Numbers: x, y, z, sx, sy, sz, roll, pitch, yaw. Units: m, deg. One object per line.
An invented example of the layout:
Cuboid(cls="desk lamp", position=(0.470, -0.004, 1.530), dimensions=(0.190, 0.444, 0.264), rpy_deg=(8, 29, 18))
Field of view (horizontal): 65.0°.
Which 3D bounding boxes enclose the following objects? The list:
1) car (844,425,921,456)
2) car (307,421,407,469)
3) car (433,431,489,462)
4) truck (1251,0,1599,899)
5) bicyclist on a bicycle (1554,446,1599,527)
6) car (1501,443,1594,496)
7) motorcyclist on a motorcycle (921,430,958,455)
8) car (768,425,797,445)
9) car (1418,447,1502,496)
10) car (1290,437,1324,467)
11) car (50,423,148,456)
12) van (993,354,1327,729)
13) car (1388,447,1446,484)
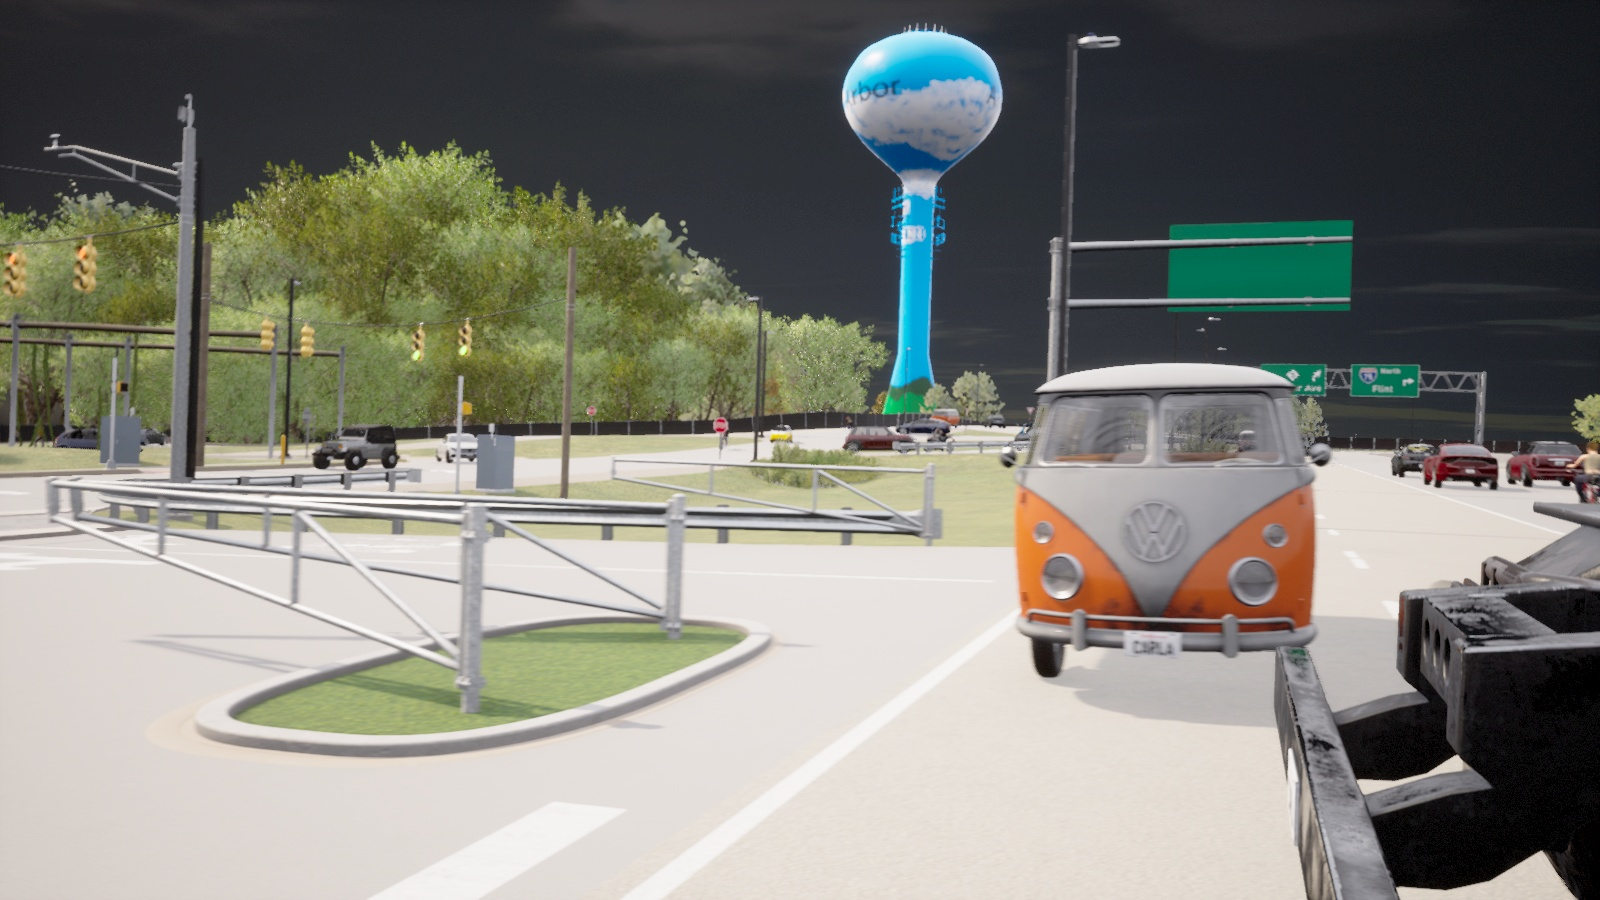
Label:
Cuboid(cls="car", position=(4.918, -0.578, 75.237), dimensions=(4.553, 1.767, 2.097), rpy_deg=(0, 0, 2))
Cuboid(cls="car", position=(-18.475, -0.249, 52.540), dimensions=(1.905, 1.878, 3.866), rpy_deg=(2, 2, 19))
Cuboid(cls="car", position=(-16.807, -0.189, 62.133), dimensions=(1.812, 1.442, 4.674), rpy_deg=(1, 1, -26))
Cuboid(cls="truck", position=(4.884, -0.074, 1.572), dimensions=(7.936, 3.462, 2.891), rpy_deg=(3, 2, 19))
Cuboid(cls="bicyclist on a bicycle", position=(16.469, 0.744, 26.278), dimensions=(0.866, 1.612, 1.509), rpy_deg=(2, 1, 20))
Cuboid(cls="car", position=(27.611, 0.679, 46.537), dimensions=(2.097, 1.767, 4.553), rpy_deg=(2, 1, 20))
Cuboid(cls="motorcyclist on a motorcycle", position=(8.900, -0.488, 80.244), dimensions=(2.191, 1.530, 0.866), rpy_deg=(-1, 1, -21))
Cuboid(cls="car", position=(-1.327, -1.156, 94.725), dimensions=(1.481, 1.376, 2.207), rpy_deg=(2, 4, 20))
Cuboid(cls="car", position=(22.752, 0.689, 43.446), dimensions=(1.882, 1.535, 5.008), rpy_deg=(2, 1, 20))
Cuboid(cls="car", position=(33.879, 0.140, 84.022), dimensions=(1.905, 1.878, 3.866), rpy_deg=(2, 1, 20))
Cuboid(cls="car", position=(-36.124, -0.531, 64.815), dimensions=(3.988, 1.617, 1.851), rpy_deg=(1, 0, -7))
Cuboid(cls="van", position=(2.705, 0.466, 9.033), dimensions=(1.775, 1.987, 4.442), rpy_deg=(0, 1, 20))
Cuboid(cls="car", position=(26.997, 0.661, 55.057), dimensions=(1.816, 1.474, 4.193), rpy_deg=(2, 1, 20))
